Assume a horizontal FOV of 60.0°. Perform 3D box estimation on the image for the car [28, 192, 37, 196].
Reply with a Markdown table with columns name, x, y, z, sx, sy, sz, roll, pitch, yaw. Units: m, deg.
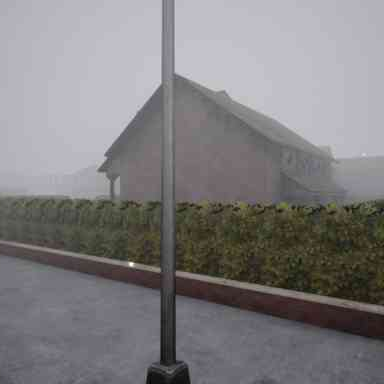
| name | x | y | z | sx | sy | sz | roll | pitch | yaw |
| --- | --- | --- | --- | --- | --- | --- | --- | --- | --- |
| car | -33.511 | 0.968 | 70.157 | 3.866 | 1.878 | 1.905 | 0 | 0 | 36 |
